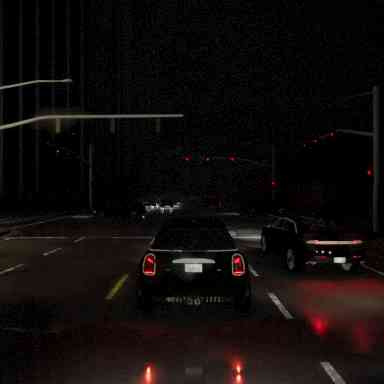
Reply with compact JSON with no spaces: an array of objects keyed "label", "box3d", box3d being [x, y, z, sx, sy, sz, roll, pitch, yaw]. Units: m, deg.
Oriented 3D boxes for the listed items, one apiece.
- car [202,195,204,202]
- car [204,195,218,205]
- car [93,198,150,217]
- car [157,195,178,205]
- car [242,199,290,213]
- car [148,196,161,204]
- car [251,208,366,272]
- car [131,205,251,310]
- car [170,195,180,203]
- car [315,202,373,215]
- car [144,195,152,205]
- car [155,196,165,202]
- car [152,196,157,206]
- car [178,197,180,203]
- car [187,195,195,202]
[{"label":"car","box3d":[3.344,1.478,79.304,1.882,1.535,5.008,0,0,0]},{"label":"car","box3d":[3.467,1.505,57.599,1.837,1.490,4.892,0,0,0]},{"label":"car","box3d":[-6.724,1.537,31.046,4.892,1.490,1.837,0,0,0]},{"label":"car","box3d":[-3.689,1.547,50.777,2.033,1.411,5.357,0,0,0]},{"label":"car","box3d":[7.633,1.542,34.607,4.892,1.490,1.837,1,0,0]},{"label":"car","box3d":[-7.177,1.526,64.154,1.812,1.442,4.674,0,0,0]},{"label":"car","box3d":[3.598,1.492,10.763,2.128,1.511,4.902,0,0,-3]},{"label":"car","box3d":[0.042,1.352,7.953,2.097,1.767,4.553,0,0,0]},{"label":"car","box3d":[-3.639,1.500,70.490,1.837,1.490,4.892,0,0,0]},{"label":"car","box3d":[13.896,1.603,31.096,5.357,1.411,2.033,0,0,-1]},{"label":"car","box3d":[-7.185,1.526,46.455,1.812,1.442,4.674,0,0,0]},{"label":"car","box3d":[-7.146,1.594,74.197,1.895,1.301,4.718,0,0,0]},{"label":"car","box3d":[-7.196,1.352,55.358,2.097,1.767,4.553,0,0,0]},{"label":"car","box3d":[-3.690,1.491,60.279,2.128,1.511,4.902,0,0,0]},{"label":"car","box3d":[-0.153,1.478,77.866,1.882,1.535,5.008,0,0,0]}]
